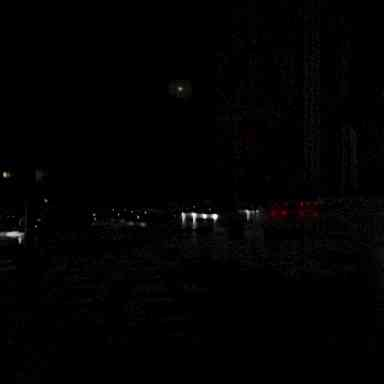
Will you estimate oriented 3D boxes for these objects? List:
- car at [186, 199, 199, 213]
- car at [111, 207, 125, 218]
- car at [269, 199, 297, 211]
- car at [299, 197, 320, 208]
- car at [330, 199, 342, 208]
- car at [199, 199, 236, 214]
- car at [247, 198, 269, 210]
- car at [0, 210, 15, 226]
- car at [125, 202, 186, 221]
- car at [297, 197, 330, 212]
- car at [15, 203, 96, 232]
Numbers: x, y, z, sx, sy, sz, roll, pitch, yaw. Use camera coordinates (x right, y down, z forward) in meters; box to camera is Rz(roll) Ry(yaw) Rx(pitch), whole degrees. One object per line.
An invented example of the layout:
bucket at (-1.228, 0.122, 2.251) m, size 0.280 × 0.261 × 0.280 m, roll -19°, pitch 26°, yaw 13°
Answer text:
car at (0.871, 1.545, 38.009) m, size 1.812 × 1.442 × 4.674 m, roll 0°, pitch 0°, yaw 36°
car at (-4.931, 1.607, 29.922) m, size 1.895 × 1.301 × 4.718 m, roll 0°, pitch 0°, yaw 36°
car at (11.873, 1.574, 41.951) m, size 1.812 × 1.442 × 4.674 m, roll 0°, pitch 0°, yaw 36°
car at (17.852, 1.589, 50.371) m, size 1.812 × 1.442 × 4.674 m, roll 0°, pitch 0°, yaw 36°
car at (20.492, 1.635, 48.475) m, size 1.994 × 1.385 × 4.181 m, roll 0°, pitch 0°, yaw 36°
car at (3.000, 1.590, 35.389) m, size 1.994 × 1.385 × 4.181 m, roll 0°, pitch 0°, yaw 36°
car at (8.864, 1.531, 43.508) m, size 2.128 × 1.511 × 4.902 m, roll 0°, pitch 0°, yaw 36°
car at (-10.330, 1.485, 22.395) m, size 2.128 × 1.511 × 4.902 m, roll 0°, pitch 0°, yaw 36°
car at (-2.845, 1.613, 27.257) m, size 1.895 × 1.301 × 4.718 m, roll 0°, pitch 0°, yaw 36°
car at (14.823, 1.409, 40.480) m, size 2.097 × 1.767 × 4.553 m, roll 0°, pitch 0°, yaw 36°
car at (-7.936, 1.565, 20.155) m, size 1.994 × 1.385 × 4.181 m, roll 0°, pitch 0°, yaw 36°
